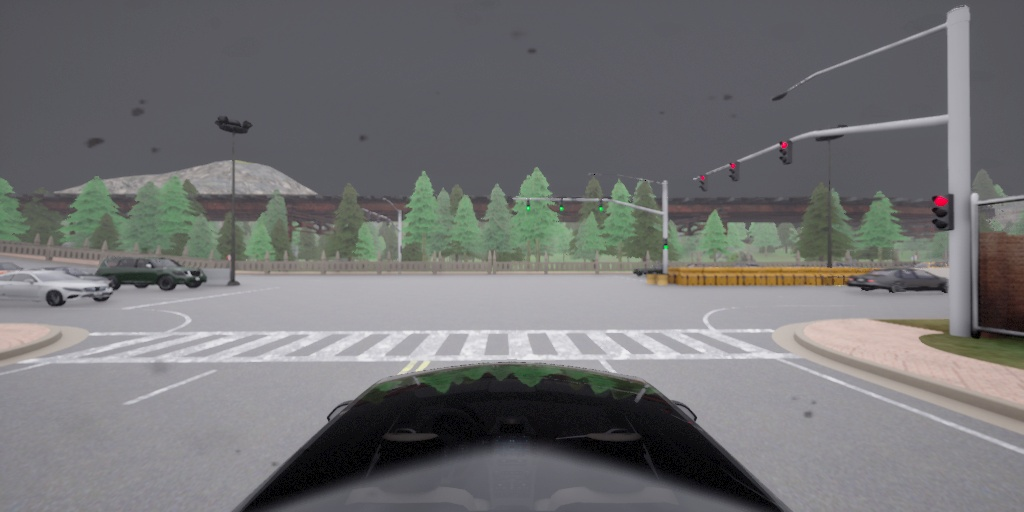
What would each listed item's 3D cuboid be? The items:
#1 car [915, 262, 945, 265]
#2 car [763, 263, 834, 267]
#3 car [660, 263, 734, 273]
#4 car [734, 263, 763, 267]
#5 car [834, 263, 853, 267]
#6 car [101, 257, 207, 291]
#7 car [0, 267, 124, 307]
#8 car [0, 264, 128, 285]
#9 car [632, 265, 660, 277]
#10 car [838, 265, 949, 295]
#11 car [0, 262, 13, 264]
[{"bbox_3d":[34.811,1.497,31.518,4.181,1.385,1.994,0,0,-2],"label":"car"},{"bbox_3d":[24.866,1.495,31.213,4.181,1.385,1.994,0,0,-2],"label":"car"},{"bbox_3d":[15.875,1.407,30.931,5.008,1.535,1.882,0,0,-2],"label":"car"},{"bbox_3d":[24.542,1.466,38.206,4.902,1.511,2.128,0,0,-2],"label":"car"},{"bbox_3d":[34.699,1.468,38.519,4.902,1.511,2.128,0,0,-2],"label":"car"},{"bbox_3d":[-22.586,1.093,22.525,5.566,2.045,2.150,0,0,-2],"label":"car"},{"bbox_3d":[-20.273,1.360,15.539,4.674,1.442,1.812,0,0,0],"label":"car"},{"bbox_3d":[-24.111,1.339,18.975,4.902,1.511,2.128,0,0,-2],"label":"car"},{"bbox_3d":[15.290,1.573,37.915,4.718,1.301,1.895,0,0,-2],"label":"car"},{"bbox_3d":[22.283,1.412,20.426,5.357,1.411,2.033,0,0,-2],"label":"car"},{"bbox_3d":[-32.092,1.138,22.236,4.553,1.767,2.097,2,0,-2],"label":"car"}]
